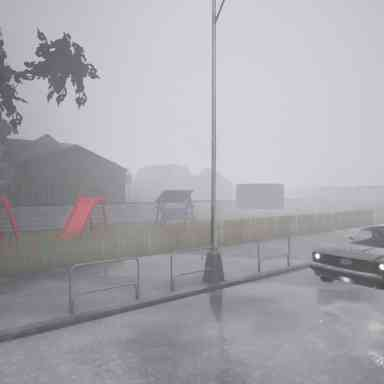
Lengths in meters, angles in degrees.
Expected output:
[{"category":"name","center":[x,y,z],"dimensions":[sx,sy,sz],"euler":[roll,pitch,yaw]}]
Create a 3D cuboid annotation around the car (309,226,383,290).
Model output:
[{"category":"car","center":[5.103,1.601,8.617],"dimensions":[4.718,1.301,1.895],"euler":[0,0,-38]}]
